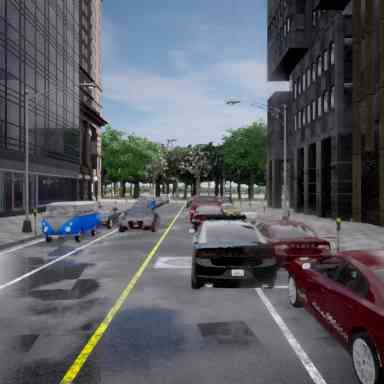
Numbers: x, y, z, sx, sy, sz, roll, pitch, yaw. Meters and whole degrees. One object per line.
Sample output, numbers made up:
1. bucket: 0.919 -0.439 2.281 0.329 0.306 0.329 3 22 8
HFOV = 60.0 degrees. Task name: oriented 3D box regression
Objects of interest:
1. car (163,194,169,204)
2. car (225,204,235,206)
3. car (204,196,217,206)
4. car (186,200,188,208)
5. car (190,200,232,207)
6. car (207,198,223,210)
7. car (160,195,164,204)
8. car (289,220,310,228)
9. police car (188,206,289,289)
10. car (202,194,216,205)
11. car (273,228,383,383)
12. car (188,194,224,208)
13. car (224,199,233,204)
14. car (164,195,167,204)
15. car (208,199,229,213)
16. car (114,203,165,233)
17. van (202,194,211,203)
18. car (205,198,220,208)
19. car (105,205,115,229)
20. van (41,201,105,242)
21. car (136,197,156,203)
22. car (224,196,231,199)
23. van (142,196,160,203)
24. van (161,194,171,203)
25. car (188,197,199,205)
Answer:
1. car: -5.539 1.540 59.280 1.752 1.417 4.829 0 0 0
2. car: 2.821 1.526 16.087 1.752 1.417 4.829 0 0 0
3. car: 2.966 1.451 53.980 1.967 1.590 4.097 0 0 0
4. car: 0.194 1.499 47.149 2.128 1.511 4.902 0 0 1
5. car: 0.971 1.479 19.191 1.882 1.535 5.008 0 0 0
6. car: 2.925 1.532 43.275 1.752 1.417 4.829 0 0 0
7. car: -5.581 1.534 48.405 1.752 1.417 4.829 0 0 0
8. car: 2.800 1.545 10.480 1.887 1.381 4.507 0 0 0
9. police car: 0.933 1.426 9.301 1.930 1.638 5.238 0 0 0
10. car: 2.986 1.329 59.418 2.192 1.841 5.009 0 0 0
11. car: 2.779 1.544 5.042 1.887 1.381 4.507 0 0 0
12. car: 0.958 1.224 25.219 2.150 2.045 5.566 0 0 0
13. car: 2.863 1.527 26.962 1.752 1.417 4.829 0 0 0
14. car: -5.559 1.577 54.012 1.947 1.339 4.313 0 0 0
15. car: 2.904 1.555 37.667 2.008 1.369 4.403 0 0 0
16. car: -2.928 1.565 19.347 1.994 1.385 4.181 0 0 0
17. van: 3.028 1.362 70.293 1.690 1.788 3.998 0 0 0
18. car: 2.945 1.553 48.543 1.887 1.381 4.507 0 0 0
19. car: -5.684 1.551 21.387 2.008 1.369 4.403 0 0 0
20. van: -5.705 1.341 15.950 1.690 1.788 3.998 0 0 0
21. car: -5.622 1.570 37.700 1.947 1.339 4.313 0 0 0
22. car: 2.882 1.318 32.230 2.192 1.841 5.009 0 0 0
23. van: -5.601 1.347 43.138 1.690 1.788 3.998 0 0 0
24. van: -5.497 1.362 70.325 1.690 1.788 3.998 0 0 0
25. car: 0.229 1.579 60.382 1.994 1.385 4.181 0 0 0
